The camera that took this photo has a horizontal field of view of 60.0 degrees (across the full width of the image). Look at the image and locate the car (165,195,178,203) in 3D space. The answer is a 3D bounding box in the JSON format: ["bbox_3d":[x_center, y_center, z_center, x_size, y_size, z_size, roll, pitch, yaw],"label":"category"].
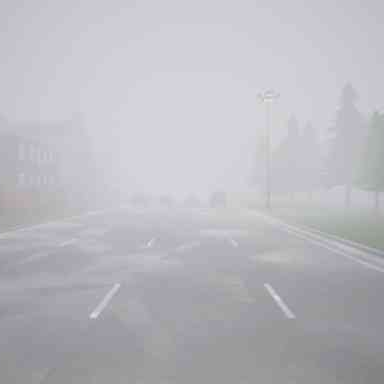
[{"bbox_3d":[-3.469,1.180,55.894,1.895,1.301,4.718,0,0,0],"label":"car"}]

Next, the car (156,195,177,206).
[{"bbox_3d":[-3.475,1.162,45.444,1.837,1.490,4.892,0,0,0],"label":"car"}]

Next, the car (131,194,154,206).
[{"bbox_3d":[-6.974,1.007,45.830,2.097,1.767,4.553,0,0,0],"label":"car"}]

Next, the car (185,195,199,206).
[{"bbox_3d":[0.025,1.149,45.441,2.128,1.511,4.902,0,0,0],"label":"car"}]

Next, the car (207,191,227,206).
[{"bbox_3d":[3.525,0.878,45.468,2.150,2.045,5.566,0,0,0],"label":"car"}]

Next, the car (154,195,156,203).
[{"bbox_3d":[-6.969,1.105,55.865,1.812,1.442,4.674,0,0,0],"label":"car"}]

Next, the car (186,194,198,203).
[{"bbox_3d":[0.031,1.143,55.862,1.994,1.385,4.181,0,0,0],"label":"car"}]

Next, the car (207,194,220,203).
[{"bbox_3d":[3.531,1.104,55.859,1.812,1.442,4.674,0,0,0],"label":"car"}]
